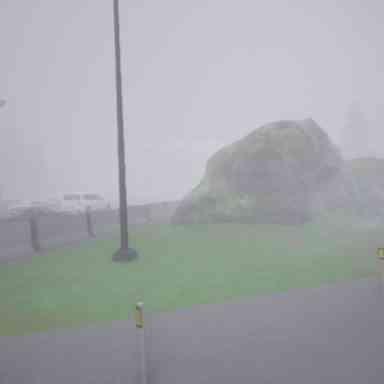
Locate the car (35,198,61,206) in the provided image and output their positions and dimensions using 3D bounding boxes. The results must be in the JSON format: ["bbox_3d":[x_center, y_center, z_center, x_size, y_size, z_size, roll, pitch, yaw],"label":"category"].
[{"bbox_3d":[-26.404,1.817,61.259,1.837,1.490,4.892,-1,-1,15],"label":"car"}]

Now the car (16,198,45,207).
[{"bbox_3d":[-29.902,1.875,61.706,2.128,1.511,4.902,-1,0,15],"label":"car"}]

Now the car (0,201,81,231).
[{"bbox_3d":[-8.646,1.478,18.008,2.033,1.411,5.357,-1,0,16],"label":"car"}]

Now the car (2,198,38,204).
[{"bbox_3d":[-15.695,1.545,32.564,1.812,1.442,4.674,-1,0,15],"label":"car"}]

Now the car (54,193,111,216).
[{"bbox_3d":[-9.276,1.104,29.470,2.150,2.045,5.566,-1,0,15],"label":"car"}]

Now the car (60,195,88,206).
[{"bbox_3d":[-22.300,1.575,63.136,2.150,2.045,5.566,-1,-1,15],"label":"car"}]

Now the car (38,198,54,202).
[{"bbox_3d":[-12.165,1.420,32.238,1.882,1.535,5.008,-1,0,15],"label":"car"}]

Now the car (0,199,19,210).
[{"bbox_3d":[-26.738,1.758,46.262,1.837,1.490,4.892,-1,0,15],"label":"car"}]
